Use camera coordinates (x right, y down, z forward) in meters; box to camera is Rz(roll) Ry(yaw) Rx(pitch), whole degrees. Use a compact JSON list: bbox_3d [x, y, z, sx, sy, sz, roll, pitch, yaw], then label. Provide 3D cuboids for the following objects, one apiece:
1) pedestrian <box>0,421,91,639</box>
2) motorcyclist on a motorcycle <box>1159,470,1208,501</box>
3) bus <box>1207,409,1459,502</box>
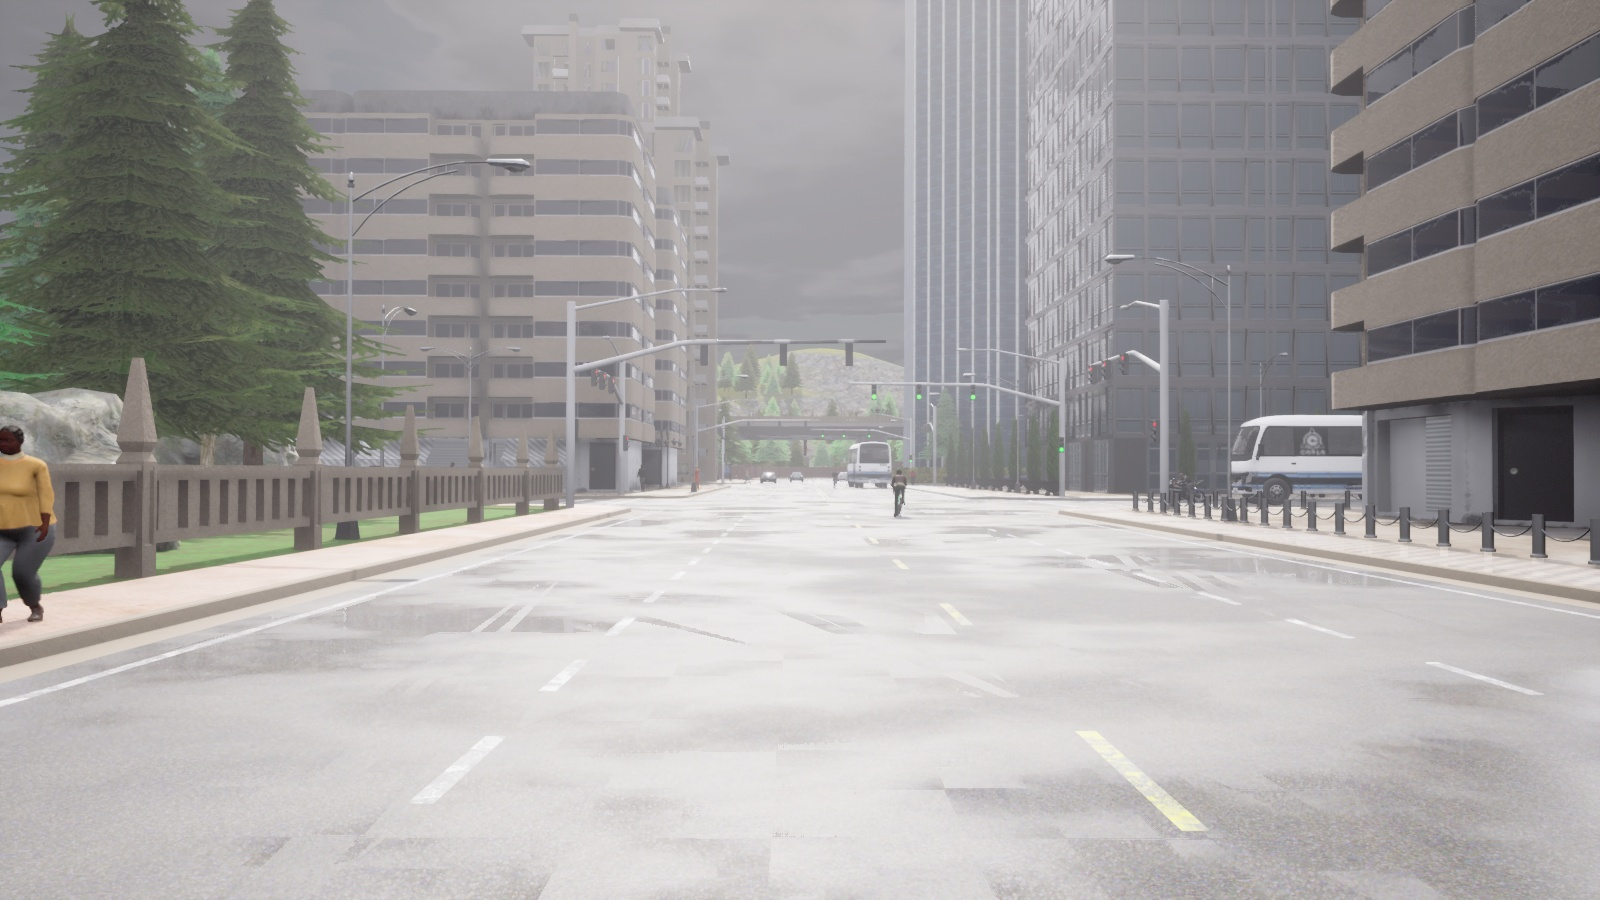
[{"bbox_3d":[-6.983,0.688,11.148,0.874,1.855,0.900,0,-1,-2],"label":"pedestrian"},{"bbox_3d":[19.262,1.773,63.053,2.191,1.530,0.866,0,-1,0],"label":"motorcyclist on a motorcycle"},{"bbox_3d":[25.076,0.280,59.561,10.273,4.253,3.944,0,-1,0],"label":"bus"}]
